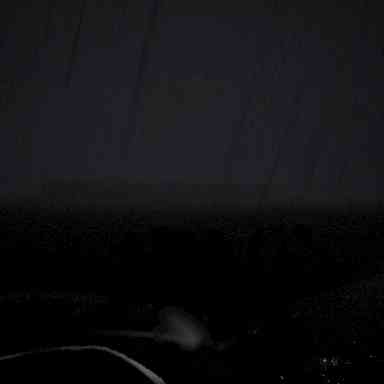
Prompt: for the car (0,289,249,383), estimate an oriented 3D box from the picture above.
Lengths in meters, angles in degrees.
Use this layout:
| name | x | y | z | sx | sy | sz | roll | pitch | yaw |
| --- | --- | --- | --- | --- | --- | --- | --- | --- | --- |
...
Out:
| name | x | y | z | sx | sy | sz | roll | pitch | yaw |
| --- | --- | --- | --- | --- | --- | --- | --- | --- | --- |
| car | -1.810 | 1.511 | 1.830 | 4.892 | 1.490 | 1.837 | 1 | -1 | -36 |
